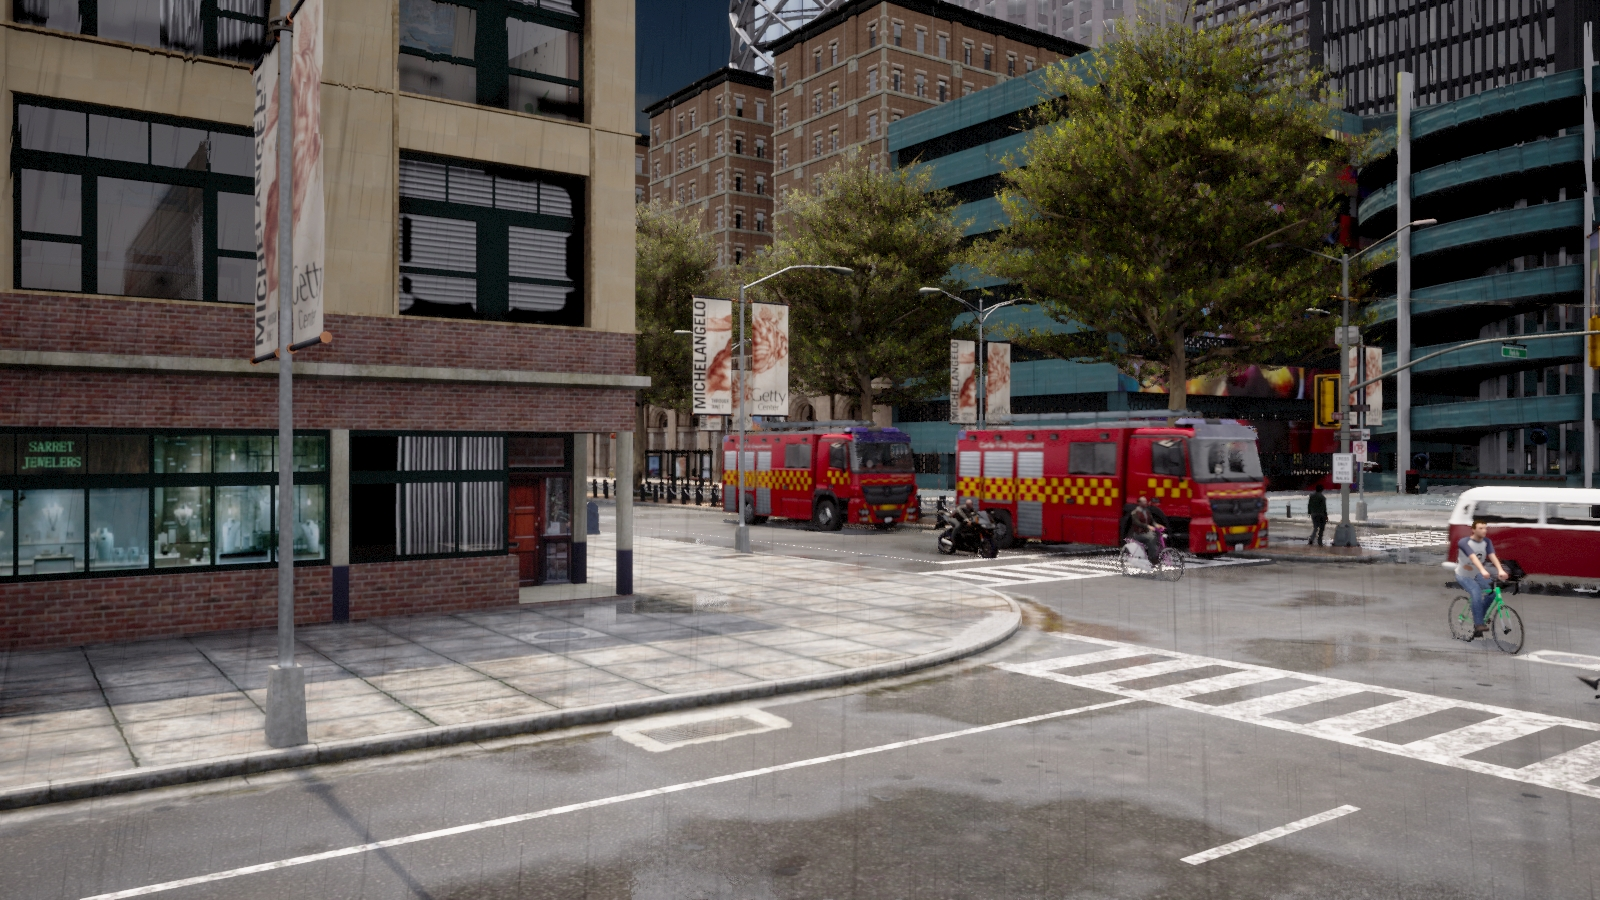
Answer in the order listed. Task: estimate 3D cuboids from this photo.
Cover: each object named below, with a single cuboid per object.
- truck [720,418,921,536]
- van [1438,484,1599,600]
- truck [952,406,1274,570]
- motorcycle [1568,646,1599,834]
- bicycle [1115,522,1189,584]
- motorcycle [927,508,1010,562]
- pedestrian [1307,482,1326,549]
[{"bbox_3d":[0.514,0.881,41.545,2.891,3.827,8.468,0,0,-35],"label":"truck"},{"bbox_3d":[15.301,1.773,22.476,4.480,2.038,2.069,0,1,40],"label":"van"},{"bbox_3d":[8.079,0.881,30.852,2.891,3.827,8.468,0,0,-35],"label":"truck"},{"bbox_3d":[6.665,2.208,8.907,0.803,1.145,2.033,-3,-2,42],"label":"motorcycle"},{"bbox_3d":[7.570,2.202,24.644,0.329,1.171,1.835,0,0,-27],"label":"bicycle"},{"bbox_3d":[4.392,2.197,29.969,0.867,1.251,2.209,0,0,-34],"label":"motorcycle"},{"bbox_3d":[14.606,1.837,32.315,0.375,1.860,0.375,0,0,-41],"label":"pedestrian"}]
